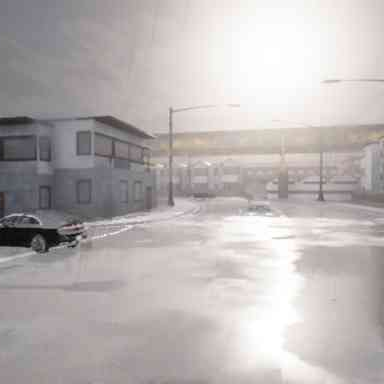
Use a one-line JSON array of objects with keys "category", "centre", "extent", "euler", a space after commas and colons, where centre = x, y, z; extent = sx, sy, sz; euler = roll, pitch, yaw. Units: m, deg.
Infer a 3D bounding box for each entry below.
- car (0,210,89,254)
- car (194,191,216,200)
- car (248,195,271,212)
[{"category": "car", "centre": [-6.415, 1.485, 13.049], "extent": [4.902, 1.511, 2.128], "euler": [0, 2, 20]}, {"category": "car", "centre": [2.096, 0.554, 55.121], "extent": [1.895, 1.301, 4.718], "euler": [0, 1, -25]}, {"category": "car", "centre": [6.237, 1.064, 31.106], "extent": [1.812, 1.442, 4.674], "euler": [1, 2, 6]}]
